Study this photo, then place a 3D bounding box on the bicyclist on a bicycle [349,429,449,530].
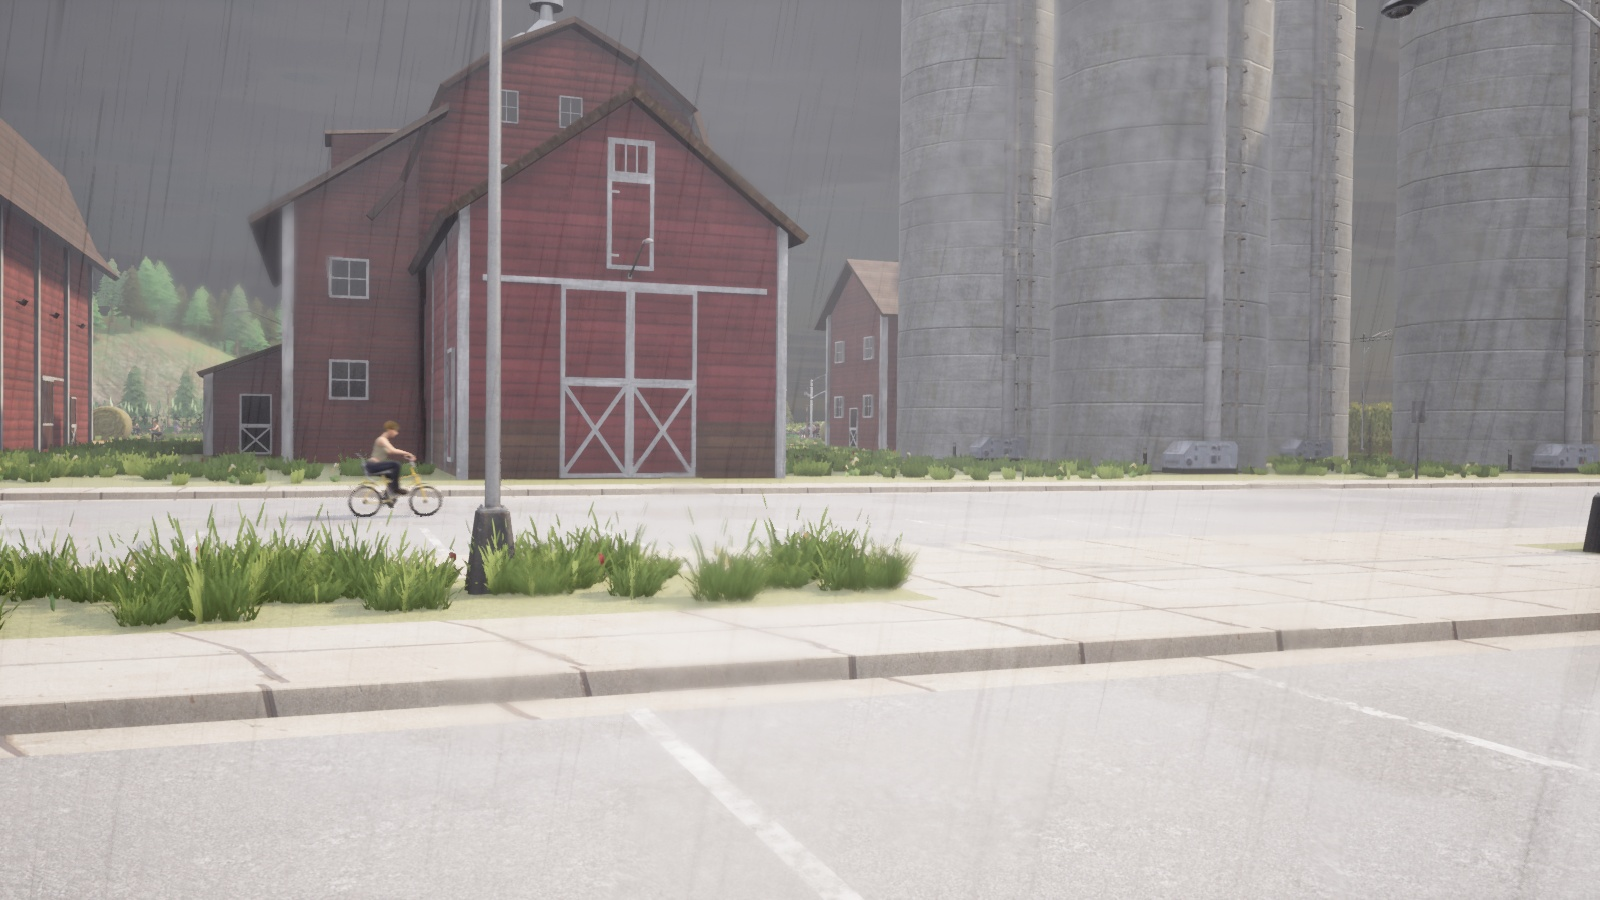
[{"bbox_3d":[-6.680,0.467,20.897,1.509,1.612,0.866,-1,1,-21],"label":"bicyclist on a bicycle"}]
